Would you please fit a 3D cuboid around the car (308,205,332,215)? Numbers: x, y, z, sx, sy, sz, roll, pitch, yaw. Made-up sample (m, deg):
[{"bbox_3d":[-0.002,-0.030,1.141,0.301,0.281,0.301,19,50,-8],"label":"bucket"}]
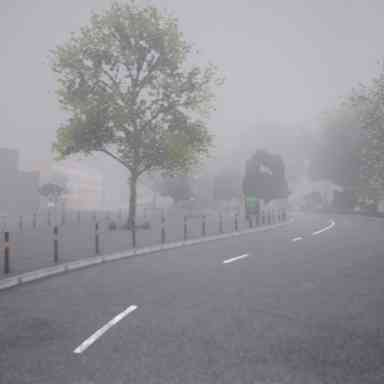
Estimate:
[{"bbox_3d":[20.281,2.782,52.885,1.837,1.490,4.892,0,-1,-7],"label":"car"}]
